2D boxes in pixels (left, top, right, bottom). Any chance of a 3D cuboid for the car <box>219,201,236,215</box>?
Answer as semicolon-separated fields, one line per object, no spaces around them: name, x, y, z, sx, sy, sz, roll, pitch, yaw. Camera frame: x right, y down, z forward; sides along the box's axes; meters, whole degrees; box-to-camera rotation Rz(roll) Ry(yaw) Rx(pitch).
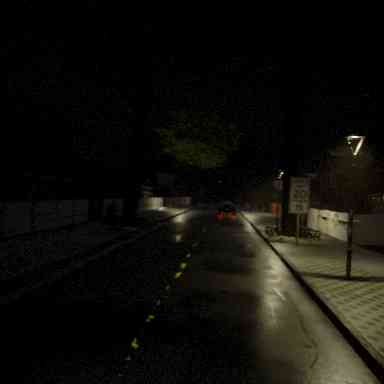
car;4.225;1.857;39.980;1.882;1.535;5.008;3;0;6

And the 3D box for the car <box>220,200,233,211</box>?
car;5.256;2.067;50.464;1.812;1.442;4.674;3;0;6
